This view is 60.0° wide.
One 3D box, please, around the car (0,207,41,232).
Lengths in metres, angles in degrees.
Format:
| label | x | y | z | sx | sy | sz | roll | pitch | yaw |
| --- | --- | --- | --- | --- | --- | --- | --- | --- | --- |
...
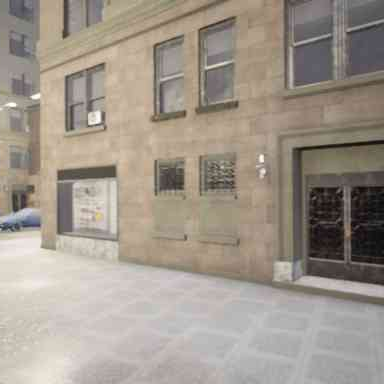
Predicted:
| label | x | y | z | sx | sy | sz | roll | pitch | yaw |
| --- | --- | --- | --- | --- | --- | --- | --- | --- | --- |
| car | -10.118 | 1.700 | 21.755 | 2.033 | 1.411 | 5.357 | -1 | 0 | 39 |
